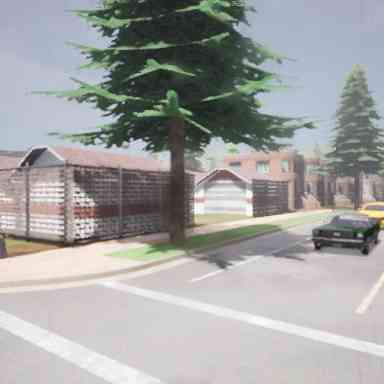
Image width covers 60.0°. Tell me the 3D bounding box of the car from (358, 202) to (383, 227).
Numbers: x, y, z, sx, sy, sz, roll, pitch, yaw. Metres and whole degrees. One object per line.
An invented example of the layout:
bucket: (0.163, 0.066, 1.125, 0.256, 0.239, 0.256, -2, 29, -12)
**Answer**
car: (11.770, 1.435, 21.092, 1.882, 1.535, 5.008, 0, 0, 36)

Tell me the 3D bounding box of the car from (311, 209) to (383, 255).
car: (6.313, 1.558, 13.458, 1.895, 1.301, 4.718, 0, 0, 35)
